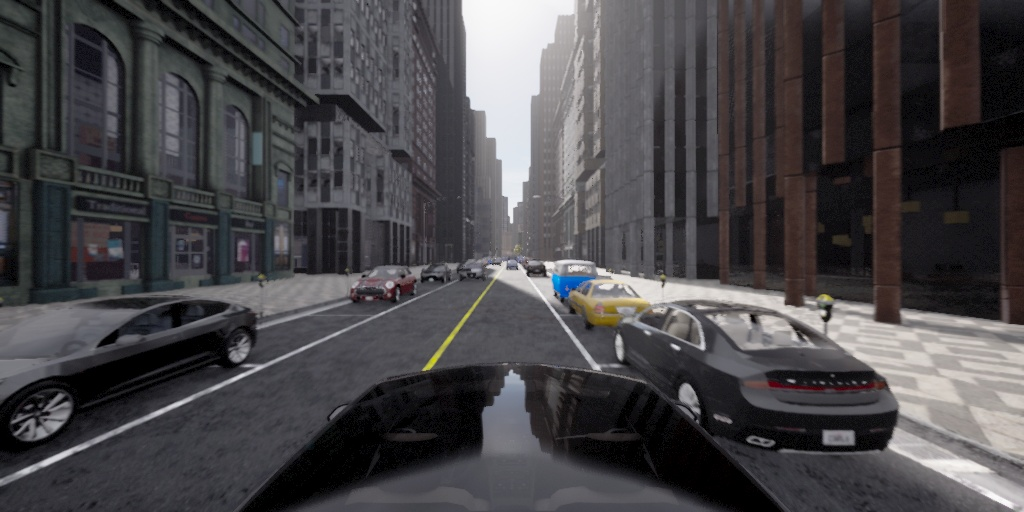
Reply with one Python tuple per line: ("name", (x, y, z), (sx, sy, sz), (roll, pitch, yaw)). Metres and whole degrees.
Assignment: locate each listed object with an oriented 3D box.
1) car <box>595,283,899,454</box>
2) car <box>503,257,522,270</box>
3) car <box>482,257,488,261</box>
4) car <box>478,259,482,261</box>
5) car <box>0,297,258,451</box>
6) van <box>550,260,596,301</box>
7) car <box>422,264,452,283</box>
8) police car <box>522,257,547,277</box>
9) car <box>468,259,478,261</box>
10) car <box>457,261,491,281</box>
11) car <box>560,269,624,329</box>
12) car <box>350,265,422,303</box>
("car", (2.763, 1.300, 5.217), (2.007, 1.370, 4.403), (0, 0, 0))
("car", (0.003, 1.306, 53.188), (2.033, 1.411, 5.357), (0, 0, 0))
("car", (-5.760, 1.312, 61.573), (2.007, 1.370, 4.403), (0, 0, 0))
("car", (-5.760, 1.198, 50.300), (1.967, 1.591, 4.097), (0, 0, 0))
("car", (-5.763, 1.316, 5.210), (1.948, 1.339, 4.313), (0, 0, 0))
("van", (2.763, 1.090, 16.489), (1.690, 1.789, 3.998), (0, 0, 0))
("car", (-5.761, 1.318, 27.754), (1.948, 1.339, 4.313), (0, 0, 0))
("police car", (2.367, 1.179, 36.217), (1.930, 1.638, 5.238), (0, 0, 0))
("car", (-5.761, 1.323, 44.664), (1.948, 1.339, 4.313), (0, 0, 0))
("car", (-3.093, 1.317, 29.393), (1.994, 1.385, 4.181), (0, 0, 0))
("car", (2.763, 1.275, 11.023), (1.751, 1.417, 4.829), (0, 0, 0))
("car", (-5.762, 1.190, 16.483), (1.967, 1.591, 4.097), (0, 0, 0))
